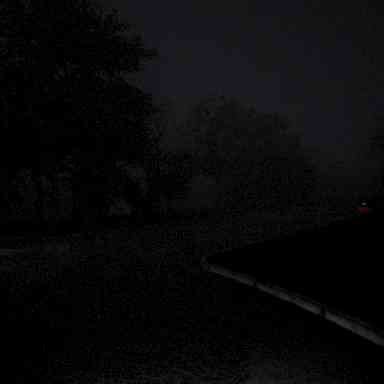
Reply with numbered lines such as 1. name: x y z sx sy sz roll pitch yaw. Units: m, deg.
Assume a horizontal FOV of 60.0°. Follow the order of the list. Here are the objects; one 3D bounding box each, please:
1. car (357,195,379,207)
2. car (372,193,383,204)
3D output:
1. car: 21.977 1.100 41.354 1.837 1.490 4.892 -1 0 40
2. car: 28.396 0.969 49.217 2.128 1.511 4.902 -1 0 40
